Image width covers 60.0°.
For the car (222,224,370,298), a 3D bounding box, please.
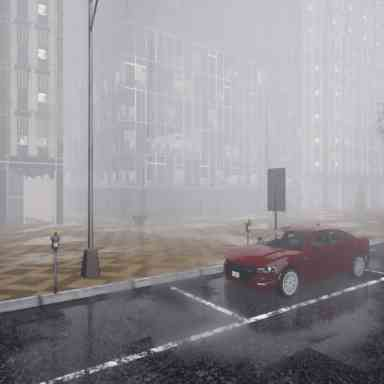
[{"bbox_3d":[2.783,1.545,8.523,4.507,1.381,1.887,0,0,-35],"label":"car"}]
